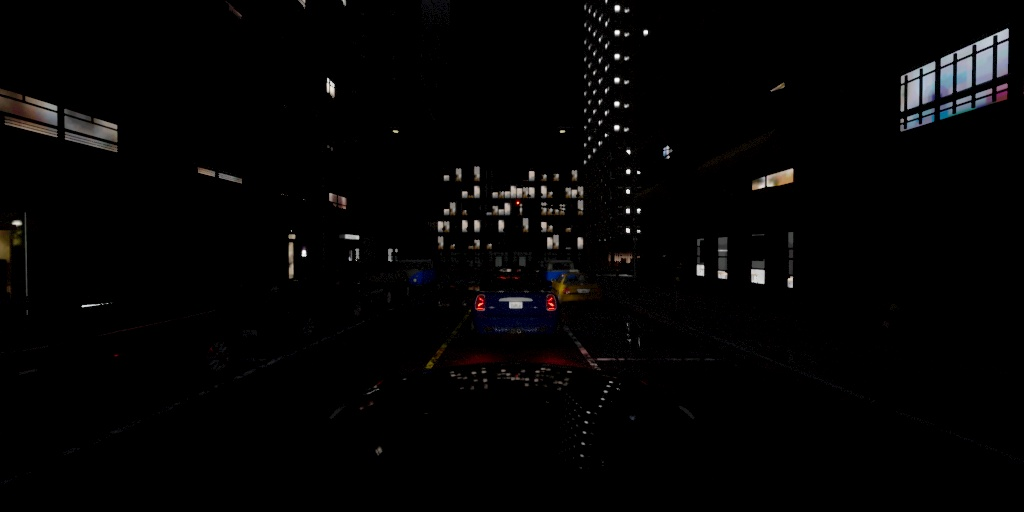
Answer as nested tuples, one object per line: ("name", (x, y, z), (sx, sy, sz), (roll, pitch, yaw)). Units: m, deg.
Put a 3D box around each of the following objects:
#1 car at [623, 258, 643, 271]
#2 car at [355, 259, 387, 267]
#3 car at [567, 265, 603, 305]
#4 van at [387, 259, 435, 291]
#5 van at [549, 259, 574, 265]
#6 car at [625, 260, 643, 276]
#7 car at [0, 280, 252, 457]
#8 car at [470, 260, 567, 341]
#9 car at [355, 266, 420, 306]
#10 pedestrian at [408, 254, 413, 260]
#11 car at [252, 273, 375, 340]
("car", (15.232, 1.087, 40.487), (5.009, 1.841, 2.192), (0, 0, 0))
("car", (-13.106, 1.060, 34.851), (4.553, 1.767, 2.097), (0, 1, 0))
("car", (2.690, 1.272, 15.716), (1.751, 1.417, 4.829), (0, 0, 0))
("van", (-5.692, 1.086, 21.176), (1.690, 1.789, 3.998), (0, 0, 0))
("van", (2.689, 1.086, 21.148), (1.690, 1.789, 3.998), (0, 0, 0))
("car", (14.674, 1.369, 37.890), (4.181, 1.385, 1.994), (0, 1, 0))
("car", (-5.691, 1.189, 4.371), (1.967, 1.591, 4.097), (0, 0, 0))
("car", (0.085, 1.100, 10.014), (2.097, 1.767, 4.553), (0, 0, 0))
("car", (-5.691, 1.297, 15.574), (2.007, 1.370, 4.403), (0, 0, 0))
("pedestrian", (-12.394, 0.635, 43.577), (0.375, 1.860, 0.375), (0, 1, 0))
("car", (-5.691, 1.314, 9.972), (1.948, 1.339, 4.313), (0, 0, 0))
